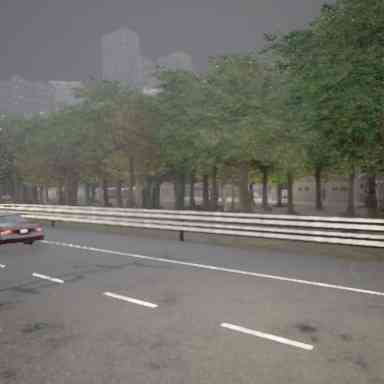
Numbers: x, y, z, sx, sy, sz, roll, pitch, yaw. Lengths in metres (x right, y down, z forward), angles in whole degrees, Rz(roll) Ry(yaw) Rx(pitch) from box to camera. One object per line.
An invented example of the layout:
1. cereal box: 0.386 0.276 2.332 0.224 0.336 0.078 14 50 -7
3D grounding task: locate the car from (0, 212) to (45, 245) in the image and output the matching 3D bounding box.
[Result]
1. car: -8.493 1.554 14.230 5.357 1.411 2.033 0 0 36
